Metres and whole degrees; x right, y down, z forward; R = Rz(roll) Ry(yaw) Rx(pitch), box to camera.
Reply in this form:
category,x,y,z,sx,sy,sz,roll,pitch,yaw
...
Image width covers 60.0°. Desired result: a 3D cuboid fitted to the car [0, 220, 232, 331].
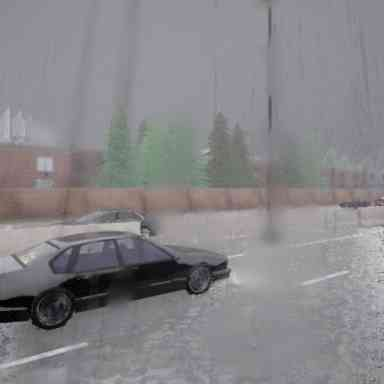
category,x,y,z,sx,sy,sz,roll,pitch,yaw
car,-1.684,1.537,6.879,5.357,1.411,2.033,0,0,-36

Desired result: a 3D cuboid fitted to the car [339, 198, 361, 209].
category,x,y,z,sx,sy,sz,roll,pitch,yaw
car,20.107,1.400,40.895,4.718,1.301,1.895,0,0,-37

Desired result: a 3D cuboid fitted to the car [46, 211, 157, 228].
category,x,y,z,sx,sy,sz,roll,pitch,yaw
car,-3.720,1.484,14.310,4.892,1.490,1.837,0,0,-36
